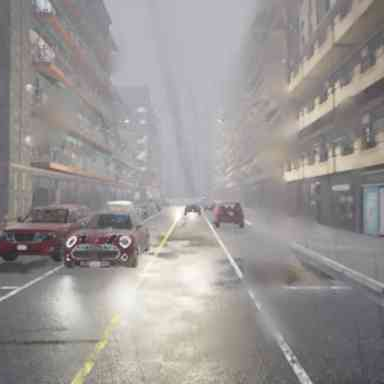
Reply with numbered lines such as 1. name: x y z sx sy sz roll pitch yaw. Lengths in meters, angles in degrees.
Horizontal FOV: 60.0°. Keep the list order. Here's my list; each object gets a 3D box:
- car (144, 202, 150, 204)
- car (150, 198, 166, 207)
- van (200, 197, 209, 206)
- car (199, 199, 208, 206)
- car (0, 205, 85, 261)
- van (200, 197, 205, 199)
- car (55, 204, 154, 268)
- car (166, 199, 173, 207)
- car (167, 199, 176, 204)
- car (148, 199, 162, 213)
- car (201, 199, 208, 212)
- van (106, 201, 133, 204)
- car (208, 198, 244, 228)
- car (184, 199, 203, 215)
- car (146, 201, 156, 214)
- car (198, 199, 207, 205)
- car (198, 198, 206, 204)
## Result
1. car: -5.311 1.851 29.911 2.008 1.369 4.403 1 -1 0
2. car: -5.311 1.786 46.926 2.192 1.841 5.009 1 -1 0
3. van: 2.565 2.044 69.639 1.690 1.788 3.998 1 -1 0
4. car: 2.562 2.327 75.307 1.947 1.339 4.313 1 -1 0
5. car: -5.306 1.445 12.902 2.192 1.841 5.009 1 -1 0
6. van: 2.566 1.986 63.969 1.690 1.788 3.998 1 -1 0
7. car: -2.752 1.470 11.657 2.097 1.767 4.553 0 -1 0
8. car: -5.315 2.084 63.936 1.967 1.590 4.097 1 -1 0
9. car: -5.320 2.428 86.617 2.008 1.369 4.403 1 -1 0
10. car: -5.313 1.965 41.253 2.008 1.369 4.403 1 -1 0
11. car: 2.566 2.038 46.955 1.947 1.339 4.313 1 -1 0
12. van: -5.308 1.584 24.243 1.690 1.788 3.998 1 -1 0
13. car: 2.573 1.559 24.274 2.192 1.841 5.009 1 -1 0
14. car: 0.093 1.922 39.525 1.812 1.442 4.674 0 -1 0
15. car: -5.312 1.923 35.582 1.947 1.339 4.313 1 -1 0
16. car: 2.561 2.364 80.977 1.887 1.381 4.507 1 -1 0
17. car: 2.560 2.404 86.818 1.752 1.417 4.829 1 -1 0
